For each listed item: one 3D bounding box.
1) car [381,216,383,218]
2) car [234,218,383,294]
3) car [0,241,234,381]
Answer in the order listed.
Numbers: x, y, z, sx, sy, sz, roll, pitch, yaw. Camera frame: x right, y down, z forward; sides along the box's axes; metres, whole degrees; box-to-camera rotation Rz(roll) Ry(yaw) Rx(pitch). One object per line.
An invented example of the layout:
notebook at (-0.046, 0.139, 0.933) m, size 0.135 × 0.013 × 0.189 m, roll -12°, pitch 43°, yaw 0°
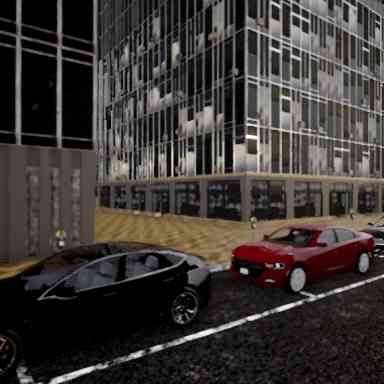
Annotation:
car at (7.614, 1.460, 11.981) m, size 4.403 × 1.369 × 2.008 m, roll 0°, pitch 1°, yaw -35°
car at (2.992, 1.495, 8.684) m, size 4.507 × 1.381 × 1.887 m, roll 0°, pitch 1°, yaw -35°
car at (-1.628, 1.555, 5.389) m, size 4.313 × 1.339 × 1.947 m, roll 0°, pitch 1°, yaw -35°
